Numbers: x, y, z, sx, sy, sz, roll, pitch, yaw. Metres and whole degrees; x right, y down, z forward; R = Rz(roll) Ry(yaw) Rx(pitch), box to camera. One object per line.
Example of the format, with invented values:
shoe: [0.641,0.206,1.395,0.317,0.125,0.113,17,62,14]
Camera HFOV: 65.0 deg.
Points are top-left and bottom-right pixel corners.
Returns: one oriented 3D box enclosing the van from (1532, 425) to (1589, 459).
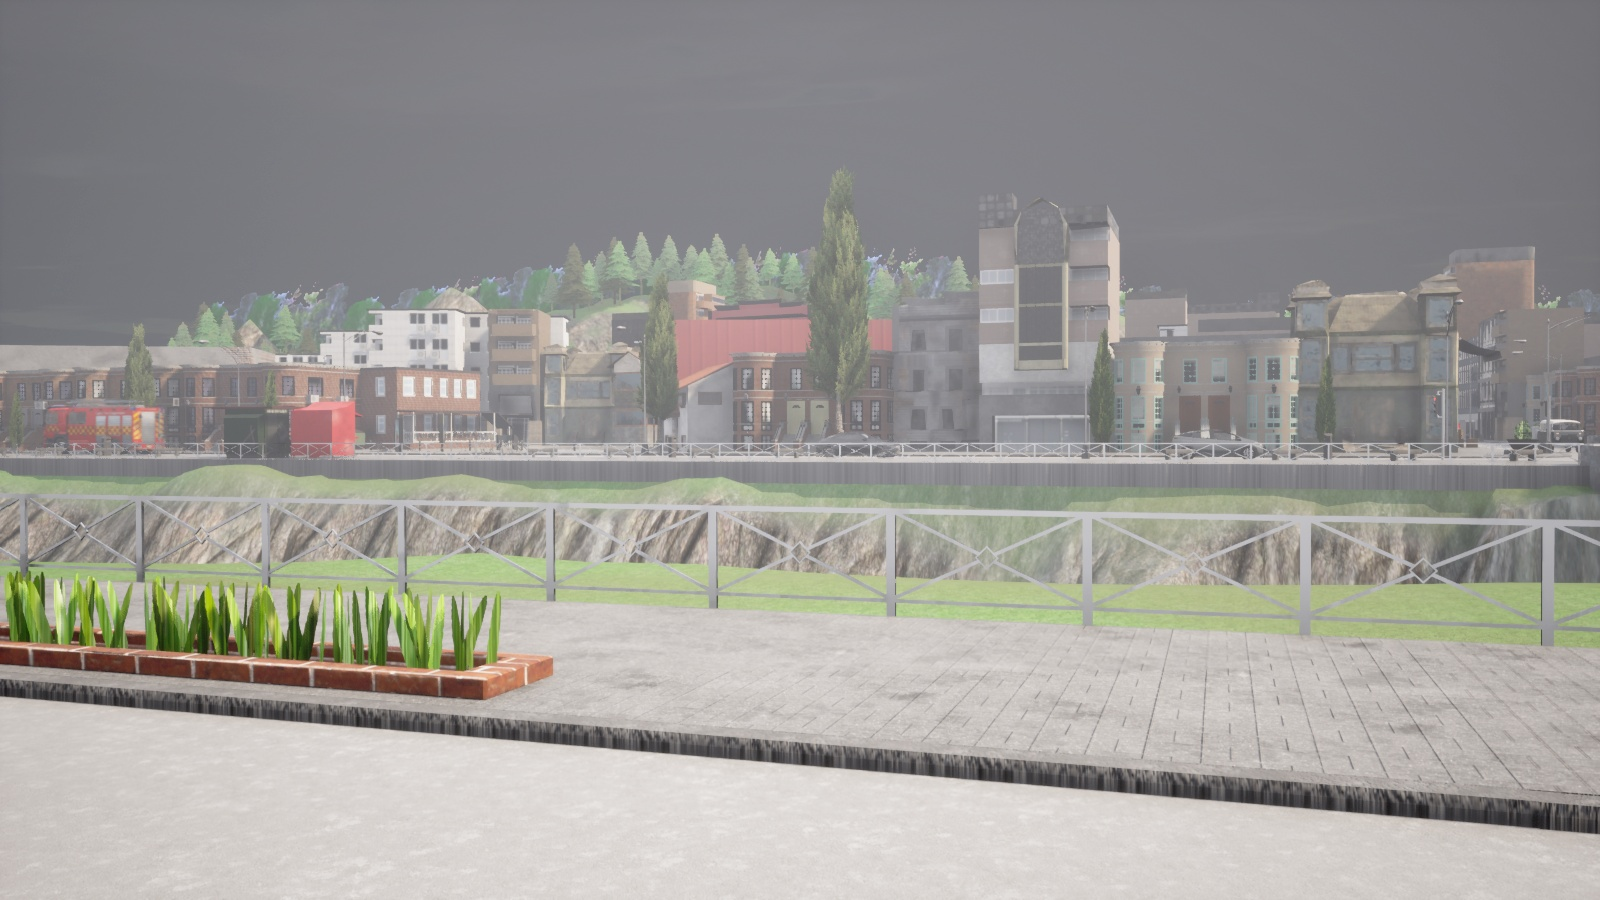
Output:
van: [46.871,-0.514,77.460,2.069,2.038,4.480,1,1,19]

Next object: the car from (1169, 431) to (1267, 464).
car: [20.593,-0.141,61.907,4.514,1.525,2.007,1,1,19]

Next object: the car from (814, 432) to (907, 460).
car: [3.254,-0.220,67.733,4.674,1.442,1.812,1,1,19]
